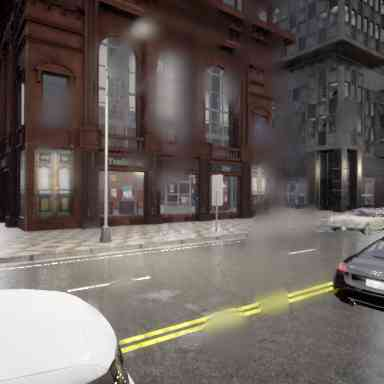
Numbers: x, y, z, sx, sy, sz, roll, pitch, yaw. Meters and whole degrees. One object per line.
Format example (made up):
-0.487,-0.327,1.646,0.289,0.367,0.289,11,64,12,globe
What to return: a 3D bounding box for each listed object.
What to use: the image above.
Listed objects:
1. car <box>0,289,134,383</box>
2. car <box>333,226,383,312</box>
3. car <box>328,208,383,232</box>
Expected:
-2.926,1.221,1.348,5.566,2.045,2.150,0,0,-36,car
4.811,1.562,6.888,4.181,1.385,1.994,0,0,-35,car
9.702,1.588,18.614,4.718,1.301,1.895,0,0,-36,car
